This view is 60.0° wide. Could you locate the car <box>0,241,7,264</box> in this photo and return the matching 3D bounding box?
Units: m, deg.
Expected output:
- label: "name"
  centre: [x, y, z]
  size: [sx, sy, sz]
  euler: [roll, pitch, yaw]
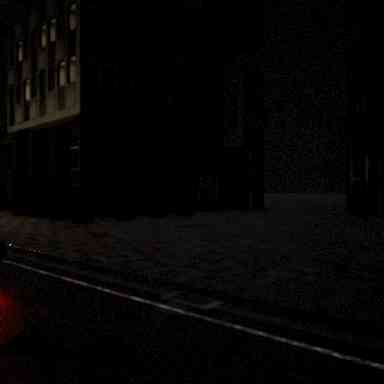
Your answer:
- label: "car"
  centre: [-7.274, 1.515, 9.504]
  size: [4.718, 1.301, 1.895]
  euler: [1, 0, 38]
